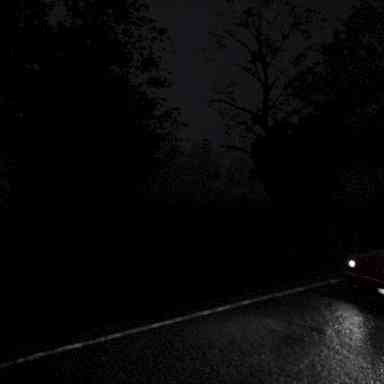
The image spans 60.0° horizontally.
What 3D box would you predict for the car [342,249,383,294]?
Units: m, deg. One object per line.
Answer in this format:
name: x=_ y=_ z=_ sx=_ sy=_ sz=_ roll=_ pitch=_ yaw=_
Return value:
car: x=5.509 y=1.551 z=7.359 sx=4.718 sy=1.301 sz=1.895 roll=0 pitch=1 yaw=-31
